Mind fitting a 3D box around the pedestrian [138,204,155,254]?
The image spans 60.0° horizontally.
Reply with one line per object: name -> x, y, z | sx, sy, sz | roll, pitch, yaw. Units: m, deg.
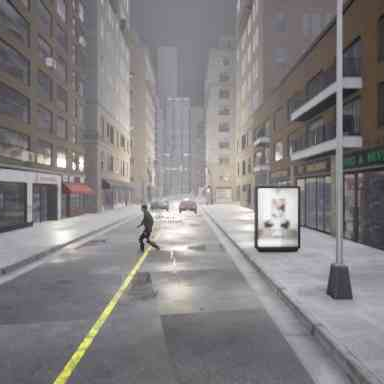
pedestrian -> -1.640, 1.288, 11.964 | 0.375, 1.860, 0.375 | 0, 0, -11

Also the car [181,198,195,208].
car -> -0.552, 1.552, 48.182 | 1.895, 1.301, 4.718 | 0, 0, 1

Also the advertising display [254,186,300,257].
advertising display -> 2.968, 1.019, 11.601 | 1.540, 2.440, 0.280 | 0, 0, -1

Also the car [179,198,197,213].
car -> -0.440, 1.570, 36.467 | 1.895, 1.301, 4.718 | 0, 0, -1

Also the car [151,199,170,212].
car -> -3.646, 1.530, 38.755 | 1.994, 1.385, 4.181 | 0, 0, -1
